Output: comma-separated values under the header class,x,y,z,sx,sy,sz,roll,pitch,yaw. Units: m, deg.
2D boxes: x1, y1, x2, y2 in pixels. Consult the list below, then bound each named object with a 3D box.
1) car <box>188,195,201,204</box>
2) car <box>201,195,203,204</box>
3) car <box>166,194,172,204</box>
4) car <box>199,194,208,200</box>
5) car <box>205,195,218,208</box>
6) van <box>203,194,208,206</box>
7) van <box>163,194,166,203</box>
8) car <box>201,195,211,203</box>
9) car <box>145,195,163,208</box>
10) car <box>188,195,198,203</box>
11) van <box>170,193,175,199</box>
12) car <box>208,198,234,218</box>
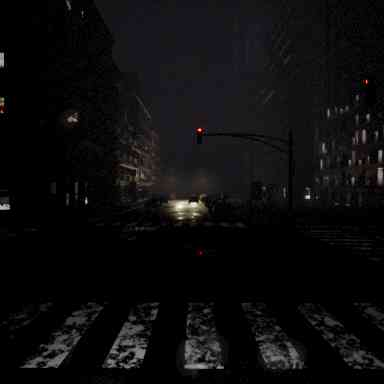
class,x,y,z,sx,sy,sz,roll,pitch,yaw
car,0.285,1.435,60.817,1.837,1.490,4.892,0,0,0
car,2.805,1.490,52.483,1.887,1.381,4.507,-1,0,0
car,-5.507,1.470,63.767,1.887,1.381,4.507,-1,0,0
car,2.945,1.313,86.357,1.967,1.590,4.097,-1,0,0
car,2.752,1.410,35.545,1.967,1.590,4.097,-1,0,0
van,2.785,1.295,46.837,1.690,1.788,3.998,-1,0,0
van,-5.545,1.287,52.475,1.690,1.788,3.998,-1,0,0
car,2.862,1.353,69.420,1.967,1.590,4.097,-1,0,0
car,-5.559,1.520,46.829,1.947,1.339,4.313,-1,0,0
car,0.242,1.427,71.018,2.128,1.511,4.902,0,0,0
van,-5.475,1.242,75.060,1.690,1.788,3.998,-1,0,0
car,2.736,1.522,29.899,1.887,1.381,4.507,-1,0,0
